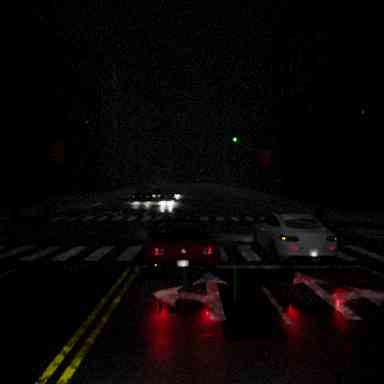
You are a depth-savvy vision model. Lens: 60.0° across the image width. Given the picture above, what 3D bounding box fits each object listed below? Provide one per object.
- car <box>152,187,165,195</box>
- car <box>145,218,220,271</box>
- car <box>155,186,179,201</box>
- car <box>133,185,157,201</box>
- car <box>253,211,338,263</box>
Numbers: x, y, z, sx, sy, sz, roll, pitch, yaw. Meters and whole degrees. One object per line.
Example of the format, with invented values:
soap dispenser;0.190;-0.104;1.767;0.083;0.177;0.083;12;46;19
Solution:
car;-6.512;-0.270;65.302;2.033;1.411;5.357;0;2;0
car;-0.490;1.463;10.489;1.895;1.301;4.718;0;1;-7
car;-3.347;0.349;45.603;2.128;1.511;4.902;0;2;0
car;-6.599;0.081;45.519;2.150;2.045;5.566;0;2;0
car;3.304;1.378;11.270;1.812;1.442;4.674;0;1;0
